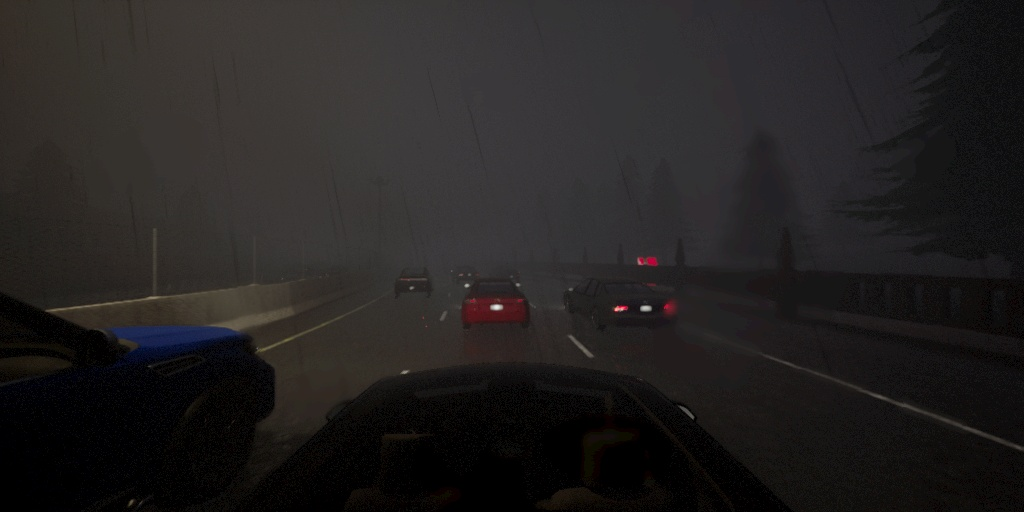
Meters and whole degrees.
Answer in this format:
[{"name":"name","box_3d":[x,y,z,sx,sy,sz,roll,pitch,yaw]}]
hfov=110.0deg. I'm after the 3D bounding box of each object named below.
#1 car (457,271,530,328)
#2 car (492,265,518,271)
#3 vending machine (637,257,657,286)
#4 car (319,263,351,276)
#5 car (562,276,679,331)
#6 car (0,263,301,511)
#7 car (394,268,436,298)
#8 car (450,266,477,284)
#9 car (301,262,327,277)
[{"name":"car","box_3d":[-0.605,1.380,11.757,1.994,1.385,4.181,0,0,-5]},{"name":"car","box_3d":[-0.636,1.461,30.585,1.812,1.442,4.674,0,0,-15]},{"name":"vending machine","box_3d":[9.100,1.044,24.123,1.100,2.100,0.880,0,0,-11]},{"name":"car","box_3d":[-16.525,1.581,34.262,2.033,1.411,5.357,0,0,-18]},{"name":"car","box_3d":[3.028,1.343,11.229,2.033,1.411,5.357,0,0,-5]},{"name":"car","box_3d":[-3.493,0.985,1.270,2.150,2.045,5.566,0,0,0]},{"name":"car","box_3d":[-5.311,1.381,19.883,2.128,1.511,4.902,0,0,-10]},{"name":"car","box_3d":[-3.892,1.491,29.465,2.033,1.411,5.357,0,0,-16]},{"name":"car","box_3d":[-22.944,1.467,42.513,2.097,1.767,4.553,0,0,-18]}]
